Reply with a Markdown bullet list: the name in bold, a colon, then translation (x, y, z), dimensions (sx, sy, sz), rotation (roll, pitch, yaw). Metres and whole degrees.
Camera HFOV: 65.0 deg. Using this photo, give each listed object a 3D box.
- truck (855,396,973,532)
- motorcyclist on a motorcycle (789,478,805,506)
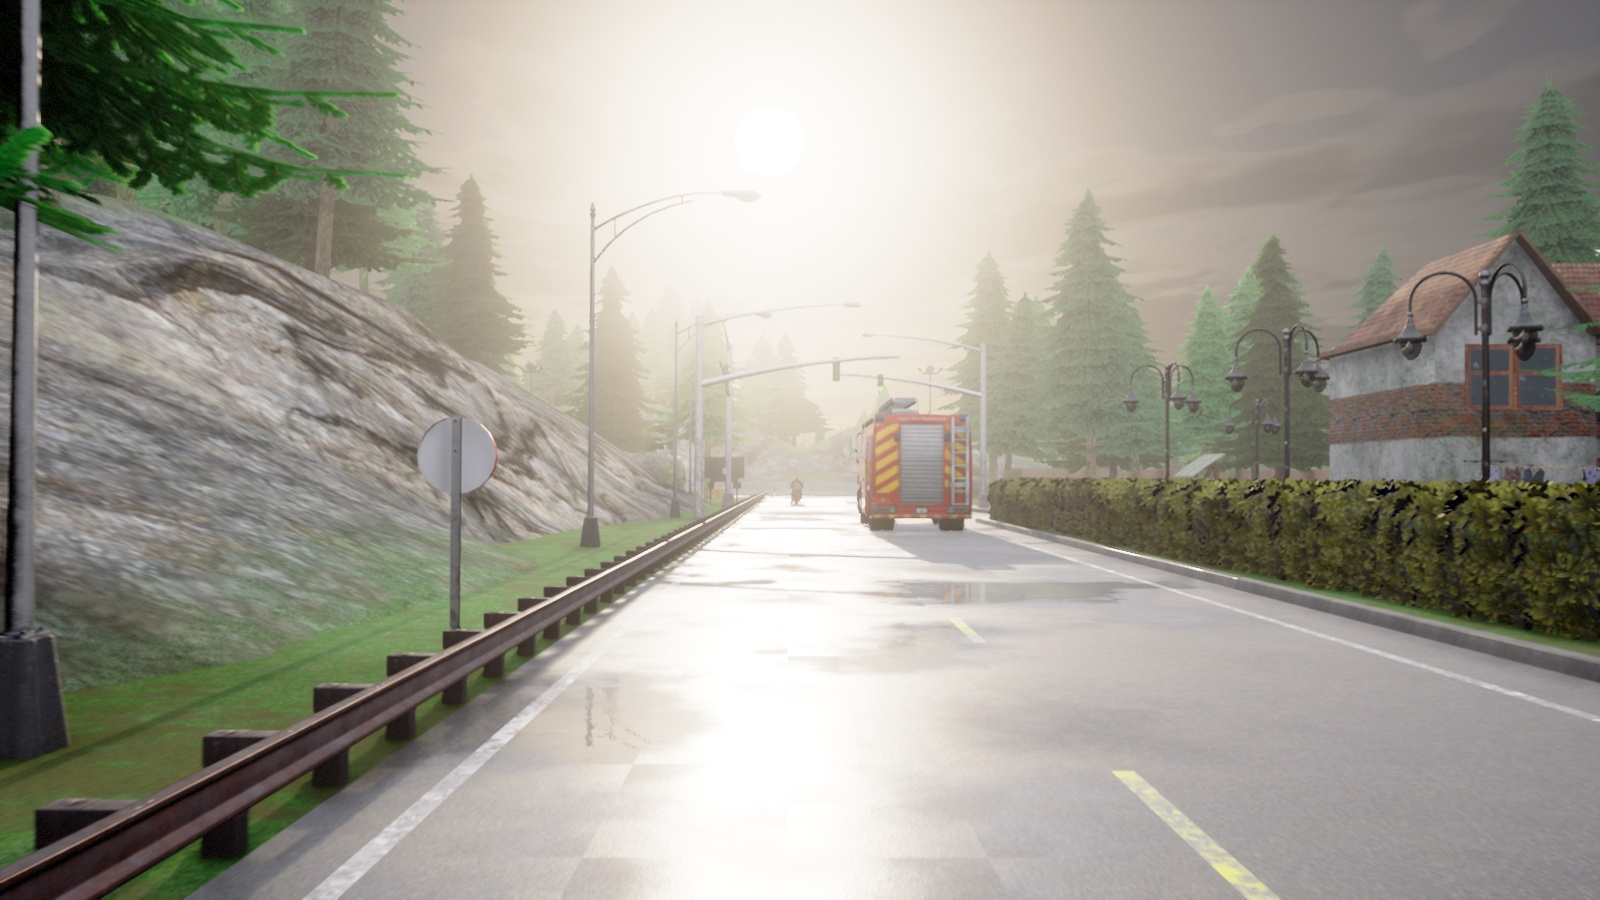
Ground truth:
- **truck**: translation (3.397, 0.480, 39.609), dimensions (2.891, 3.827, 8.468), rotation (0, -1, 0)
- **motorcyclist on a motorcycle**: translation (-0.172, 2.329, 69.698), dimensions (0.866, 1.530, 2.191), rotation (0, -1, 0)
